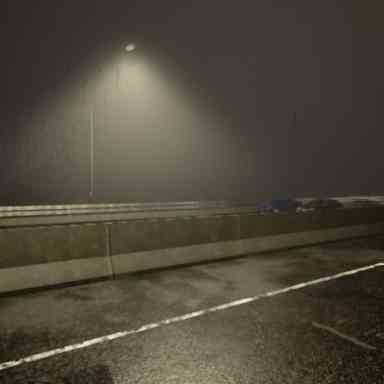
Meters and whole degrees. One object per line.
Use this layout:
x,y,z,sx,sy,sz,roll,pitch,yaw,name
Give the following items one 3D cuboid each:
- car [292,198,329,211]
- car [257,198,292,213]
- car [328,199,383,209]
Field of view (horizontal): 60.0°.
11.237,1.324,28.913,4.892,1.490,1.837,0,0,-35,car
8.285,1.304,31.128,5.008,1.535,1.882,0,0,-35,car
13.353,1.366,26.126,5.357,1.411,2.033,0,0,-35,car
